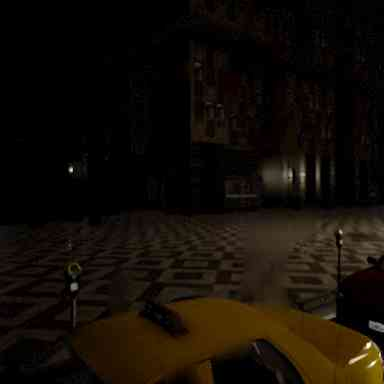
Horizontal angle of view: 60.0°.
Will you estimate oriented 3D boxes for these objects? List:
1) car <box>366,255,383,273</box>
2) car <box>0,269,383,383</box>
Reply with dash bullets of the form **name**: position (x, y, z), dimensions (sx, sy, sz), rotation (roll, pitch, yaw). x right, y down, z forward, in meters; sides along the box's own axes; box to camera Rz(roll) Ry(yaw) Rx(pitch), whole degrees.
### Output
- **car**: position (4.267, 1.543, 5.758), dimensions (4.507, 1.381, 1.887), rotation (0, 0, -37)
- **car**: position (-0.429, 1.525, 2.275), dimensions (4.829, 1.417, 1.752), rotation (0, 0, -37)
